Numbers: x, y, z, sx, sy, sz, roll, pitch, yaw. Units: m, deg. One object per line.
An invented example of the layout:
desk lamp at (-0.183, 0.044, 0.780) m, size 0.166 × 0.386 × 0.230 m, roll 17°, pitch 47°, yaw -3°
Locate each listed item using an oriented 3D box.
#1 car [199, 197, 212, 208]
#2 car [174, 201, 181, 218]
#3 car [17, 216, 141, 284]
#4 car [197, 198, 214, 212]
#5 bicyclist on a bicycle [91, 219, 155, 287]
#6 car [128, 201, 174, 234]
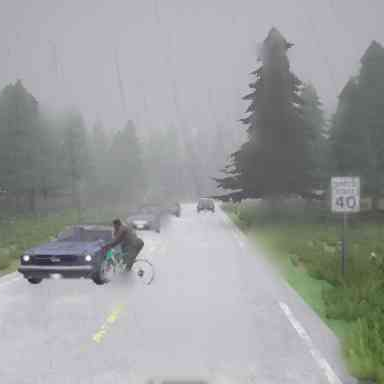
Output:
car at (2.040, 1.477, 48.960) m, size 1.882 × 1.535 × 5.008 m, roll 0°, pitch 0°, yaw 4°
car at (-2.070, 1.564, 30.544) m, size 1.994 × 1.385 × 4.181 m, roll 0°, pitch 0°, yaw 2°
car at (-2.985, 1.597, 9.716) m, size 1.895 × 1.301 × 4.718 m, roll 0°, pitch 0°, yaw 2°
car at (1.597, 1.600, 38.179) m, size 1.895 × 1.301 × 4.718 m, roll 0°, pitch 0°, yaw 3°
bicyclist on a bicycle at (-1.691, 1.483, 8.070) m, size 1.656 × 1.620 × 0.582 m, roll 3°, pitch 0°, yaw 3°
car at (-2.522, 1.490, 19.466) m, size 2.128 × 1.511 × 4.902 m, roll 0°, pitch 0°, yaw 3°
